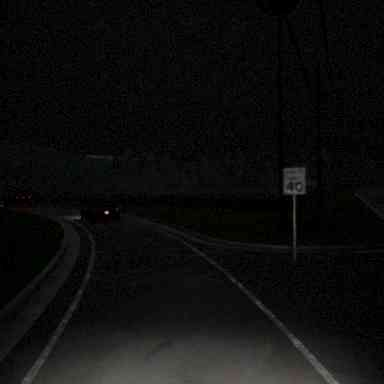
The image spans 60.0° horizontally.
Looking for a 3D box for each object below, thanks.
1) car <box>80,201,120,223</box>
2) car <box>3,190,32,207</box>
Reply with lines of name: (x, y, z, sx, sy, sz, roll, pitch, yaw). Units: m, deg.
car: (-6.432, 1.290, 23.060, 1.994, 1.385, 4.181, -1, 1, -29)
car: (-22.349, 0.834, 42.539, 2.150, 2.045, 5.566, -1, 1, -42)
